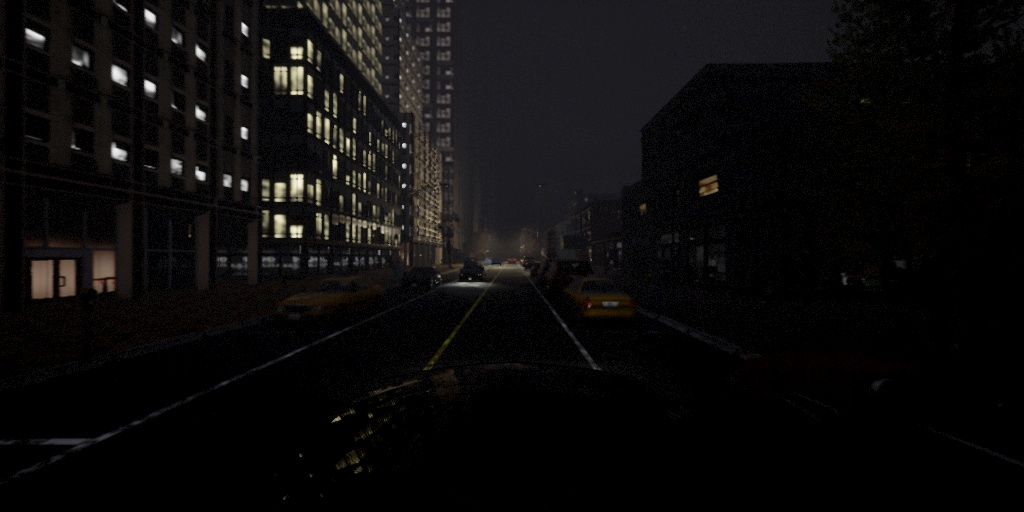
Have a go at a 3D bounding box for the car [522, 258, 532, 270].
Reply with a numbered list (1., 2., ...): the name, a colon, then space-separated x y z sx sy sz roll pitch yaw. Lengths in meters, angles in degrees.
1. car: 2.677 1.340 50.707 1.802 1.307 4.207 0 0 0

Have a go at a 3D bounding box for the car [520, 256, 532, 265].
1. car: 2.983 0.992 65.208 2.150 2.045 5.566 0 0 0

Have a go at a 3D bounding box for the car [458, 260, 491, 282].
1. car: -3.107 1.298 29.211 2.033 1.411 5.357 0 0 0

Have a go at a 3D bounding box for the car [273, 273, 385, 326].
1. car: -5.694 1.274 11.779 1.751 1.417 4.829 0 0 0

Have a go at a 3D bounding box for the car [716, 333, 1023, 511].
1. car: 2.690 1.065 0.874 2.192 1.841 5.009 0 0 0

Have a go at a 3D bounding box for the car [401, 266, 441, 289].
1. car: -5.696 1.315 23.022 1.948 1.339 4.313 0 0 0

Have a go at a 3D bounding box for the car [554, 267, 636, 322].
1. car: 2.687 1.275 12.118 1.751 1.417 4.829 0 0 0

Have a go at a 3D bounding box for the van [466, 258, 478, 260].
1. van: -5.704 1.098 50.707 1.690 1.789 3.998 0 0 0

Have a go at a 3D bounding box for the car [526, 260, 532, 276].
1. car: 2.681 1.318 34.096 1.948 1.339 4.313 0 0 0

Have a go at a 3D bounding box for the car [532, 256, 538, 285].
1. car: 2.684 1.065 23.022 2.192 1.841 5.009 0 0 0

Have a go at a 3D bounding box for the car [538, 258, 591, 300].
1. car: 2.686 1.064 17.486 2.192 1.841 5.009 0 0 0
